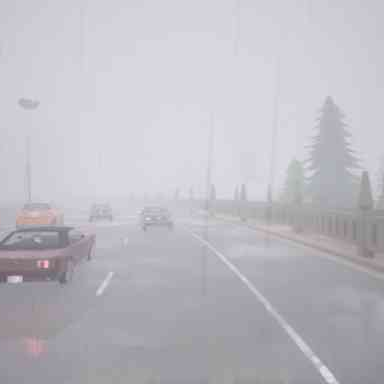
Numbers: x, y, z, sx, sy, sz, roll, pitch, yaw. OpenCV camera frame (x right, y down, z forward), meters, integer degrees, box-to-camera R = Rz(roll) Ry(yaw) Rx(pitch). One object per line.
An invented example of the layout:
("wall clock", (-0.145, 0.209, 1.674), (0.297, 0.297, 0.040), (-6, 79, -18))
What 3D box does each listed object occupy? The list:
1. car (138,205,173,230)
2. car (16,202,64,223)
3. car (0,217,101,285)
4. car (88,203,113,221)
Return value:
("car", (-2.410, 1.571, 21.400), (2.033, 1.411, 5.357), (0, 0, -12))
("car", (-9.706, 1.415, 21.551), (2.097, 1.767, 4.553), (0, 0, -13))
("car", (-4.063, 1.621, 9.486), (1.895, 1.301, 4.718), (0, 0, -5))
("car", (-7.509, 1.608, 27.286), (2.033, 1.411, 5.357), (0, 0, -16))
